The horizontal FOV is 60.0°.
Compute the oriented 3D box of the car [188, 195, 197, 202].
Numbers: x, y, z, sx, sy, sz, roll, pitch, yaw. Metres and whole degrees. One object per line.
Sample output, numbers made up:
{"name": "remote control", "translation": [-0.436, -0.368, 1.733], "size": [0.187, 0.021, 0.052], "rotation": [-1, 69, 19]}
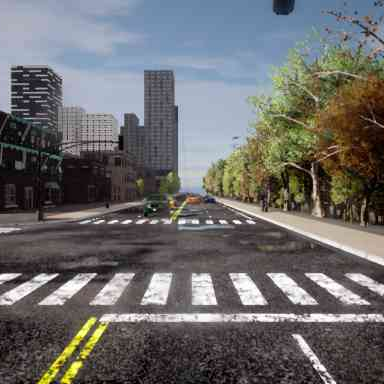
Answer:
{"name": "car", "translation": [0.126, 1.449, 72.843], "size": [1.882, 1.535, 5.008], "rotation": [0, 0, 0]}

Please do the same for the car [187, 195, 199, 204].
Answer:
{"name": "car", "translation": [0.195, 1.328, 63.022], "size": [2.097, 1.767, 4.553], "rotation": [0, 0, 0]}

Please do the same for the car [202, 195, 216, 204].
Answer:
{"name": "car", "translation": [3.450, 1.540, 63.153], "size": [1.994, 1.385, 4.181], "rotation": [0, 0, 0]}

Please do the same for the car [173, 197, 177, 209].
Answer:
{"name": "car", "translation": [-3.272, 1.463, 42.267], "size": [1.882, 1.535, 5.008], "rotation": [0, 0, 0]}

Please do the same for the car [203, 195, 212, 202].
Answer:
{"name": "car", "translation": [3.364, 1.471, 73.109], "size": [1.837, 1.490, 4.892], "rotation": [0, 0, 0]}

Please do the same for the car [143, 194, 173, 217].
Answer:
{"name": "car", "translation": [-3.293, 1.212, 32.085], "size": [2.150, 2.045, 5.566], "rotation": [0, 0, 0]}
